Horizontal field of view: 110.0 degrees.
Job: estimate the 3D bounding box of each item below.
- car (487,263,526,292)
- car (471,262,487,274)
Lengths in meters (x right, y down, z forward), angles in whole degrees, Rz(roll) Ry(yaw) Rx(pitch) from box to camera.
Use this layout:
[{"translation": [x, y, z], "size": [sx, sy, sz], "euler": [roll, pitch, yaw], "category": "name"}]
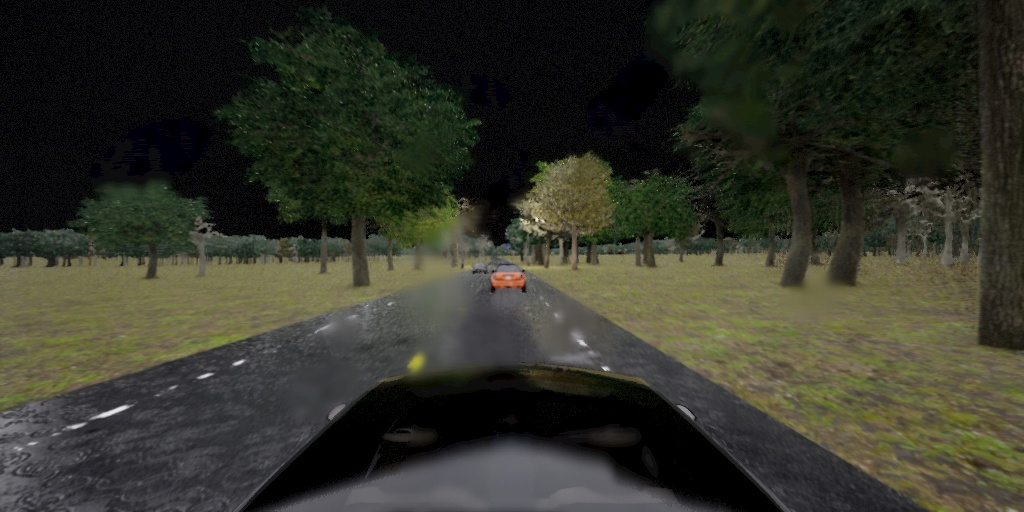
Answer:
[{"translation": [-0.240, 1.252, 22.696], "size": [2.097, 1.767, 4.553], "euler": [-1, 0, -1], "category": "car"}, {"translation": [-4.203, 1.608, 47.162], "size": [1.837, 1.490, 4.892], "euler": [-1, 0, -1], "category": "car"}]
